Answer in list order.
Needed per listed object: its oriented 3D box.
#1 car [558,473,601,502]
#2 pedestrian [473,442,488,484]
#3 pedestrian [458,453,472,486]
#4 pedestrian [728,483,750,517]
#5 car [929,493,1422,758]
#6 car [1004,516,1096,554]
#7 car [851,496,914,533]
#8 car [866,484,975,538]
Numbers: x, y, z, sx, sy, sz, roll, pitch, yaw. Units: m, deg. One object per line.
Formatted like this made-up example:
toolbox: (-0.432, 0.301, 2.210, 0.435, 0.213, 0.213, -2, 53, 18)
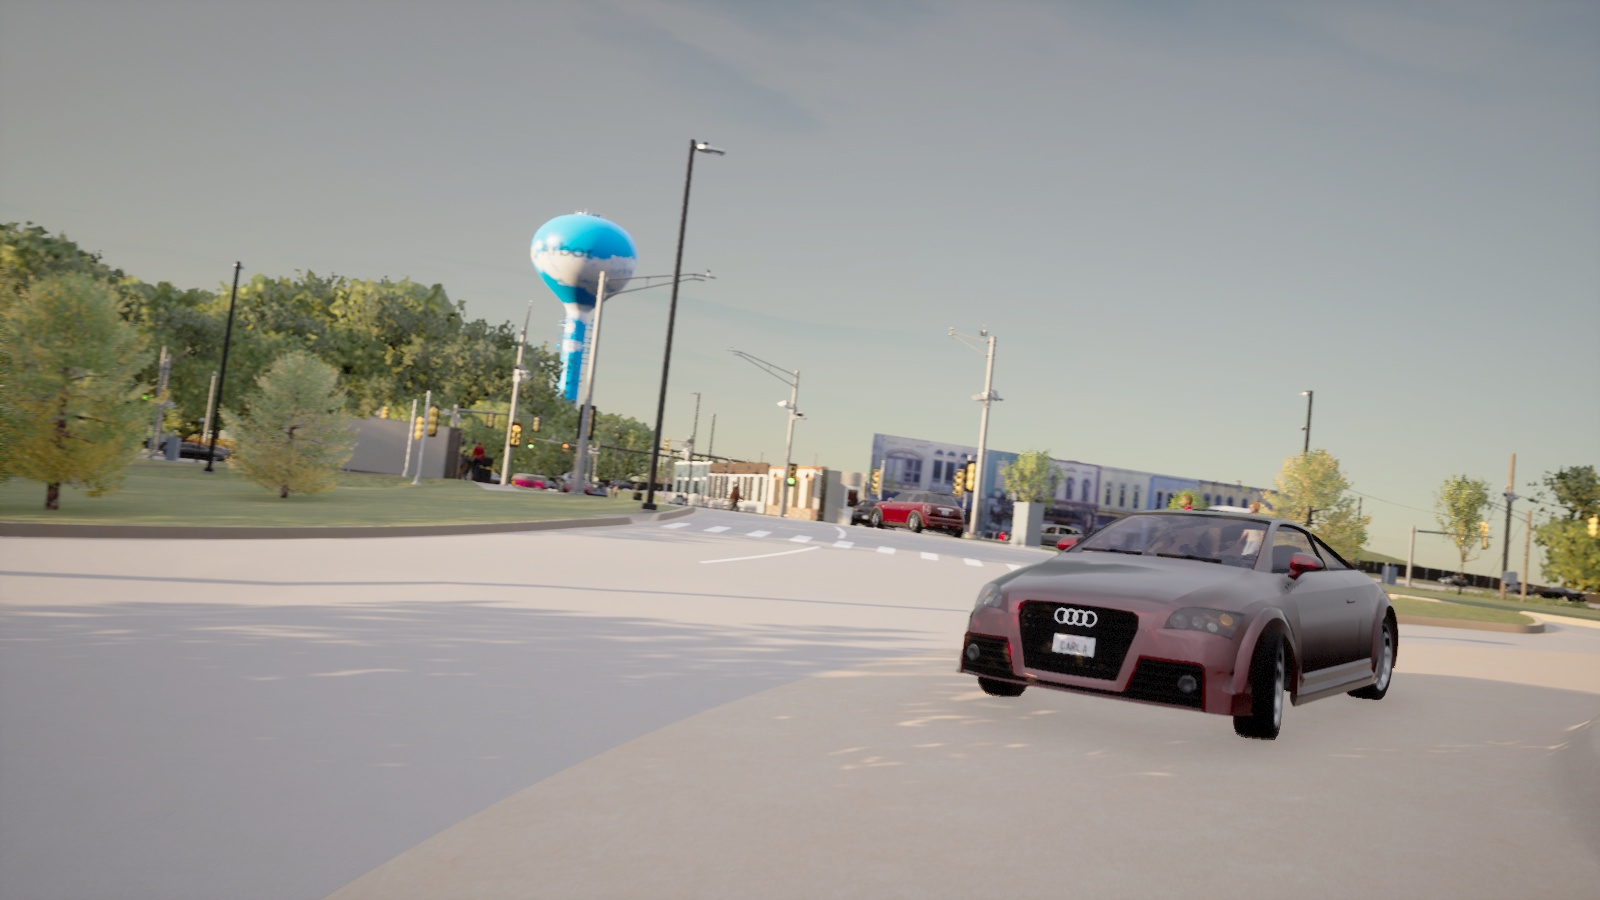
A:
car: (-12.964, 2.218, 73.787, 1.845, 1.501, 3.633, 7, -4, -17)
pedestrian: (-14.076, 0.580, 55.266, 0.331, 1.846, 0.636, 8, -4, -23)
pedestrian: (-19.264, 1.134, 72.168, 0.540, 1.848, 0.694, 7, -4, -17)
pedestrian: (-3.483, 2.877, 71.996, 0.899, 1.844, 0.634, 9, -5, -36)
car: (2.967, 1.119, 9.242, 1.994, 1.385, 4.181, 2, -2, 39)
car: (14.510, 4.931, 72.972, 4.611, 1.667, 2.242, 8, -4, -19)
car: (4.131, 3.237, 62.344, 1.816, 1.474, 4.193, 4, -4, 22)
car: (4.718, 2.382, 49.827, 2.097, 1.767, 4.553, 8, -3, -25)
